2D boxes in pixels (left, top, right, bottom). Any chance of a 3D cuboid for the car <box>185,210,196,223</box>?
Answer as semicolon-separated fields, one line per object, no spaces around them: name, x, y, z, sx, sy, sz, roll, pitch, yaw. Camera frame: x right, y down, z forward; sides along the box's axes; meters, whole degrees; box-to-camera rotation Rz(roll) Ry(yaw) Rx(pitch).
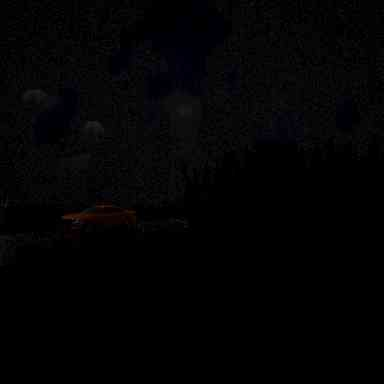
car;1.732;1.695;26.057;1.882;1.535;5.008;1;0;36

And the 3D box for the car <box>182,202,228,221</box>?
car;1.264;1.735;30.298;1.812;1.442;4.674;1;0;36

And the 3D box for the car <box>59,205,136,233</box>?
car;-5.691;1.565;20.596;1.882;1.535;5.008;1;0;36
